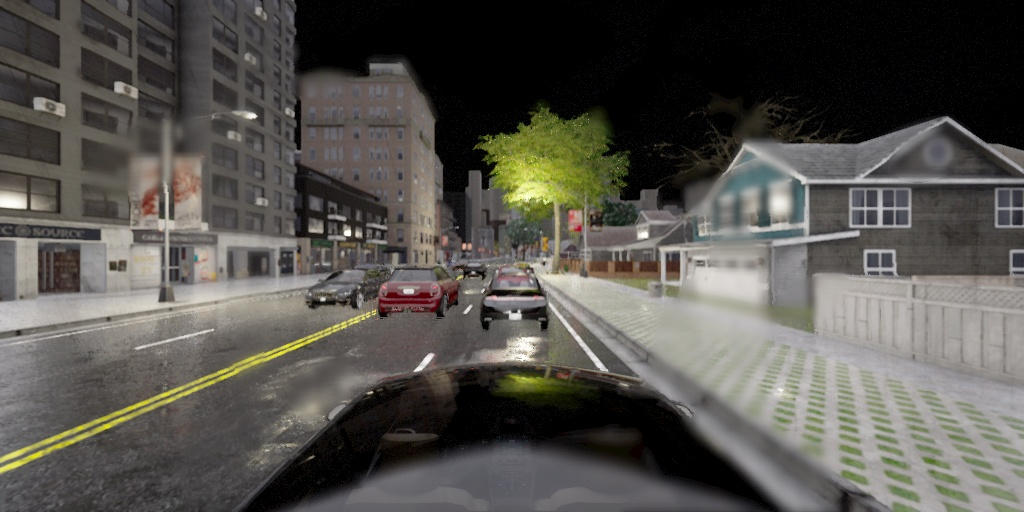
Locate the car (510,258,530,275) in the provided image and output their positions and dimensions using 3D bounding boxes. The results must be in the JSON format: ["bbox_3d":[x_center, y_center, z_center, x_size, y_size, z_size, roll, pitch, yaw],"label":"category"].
[{"bbox_3d":[0.860,1.144,40.794,2.097,1.767,4.553,0,0,0],"label":"car"}]

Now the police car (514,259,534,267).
[{"bbox_3d":[0.889,1.212,30.933,1.930,1.638,5.238,0,0,0],"label":"police car"}]

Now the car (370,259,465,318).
[{"bbox_3d":[-3.184,1.121,13.156,2.097,1.767,4.553,0,0,0],"label":"car"}]

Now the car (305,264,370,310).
[{"bbox_3d":[-6.638,1.276,15.004,1.837,1.490,4.892,0,0,0],"label":"car"}]

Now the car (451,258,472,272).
[{"bbox_3d":[-6.735,1.147,48.172,2.097,1.767,4.553,0,0,0],"label":"car"}]

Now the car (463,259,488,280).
[{"bbox_3d":[-3.240,1.265,32.417,1.882,1.535,5.008,0,0,0],"label":"car"}]

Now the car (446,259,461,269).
[{"bbox_3d":[-9.991,1.331,61.141,1.812,1.442,4.674,0,0,0],"label":"car"}]

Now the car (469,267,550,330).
[{"bbox_3d":[0.073,1.258,11.125,2.128,1.511,4.902,0,0,0],"label":"car"}]

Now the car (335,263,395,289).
[{"bbox_3d":[-9.917,1.273,24.710,2.128,1.511,4.902,0,0,0],"label":"car"}]

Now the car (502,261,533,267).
[{"bbox_3d":[0.043,1.256,21.201,1.882,1.535,5.008,0,0,0],"label":"car"}]
